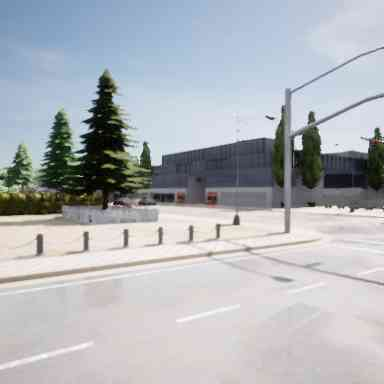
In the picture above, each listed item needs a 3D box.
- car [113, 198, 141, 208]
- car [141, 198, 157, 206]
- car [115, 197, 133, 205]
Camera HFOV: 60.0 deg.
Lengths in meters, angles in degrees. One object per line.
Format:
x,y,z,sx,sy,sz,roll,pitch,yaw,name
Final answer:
-9.908,1.648,48.926,1.882,1.535,5.008,1,0,-35,car
-7.930,1.795,58.427,1.994,1.385,4.181,1,0,-35,car
-13.635,1.796,66.315,1.994,1.385,4.181,1,0,-36,car
